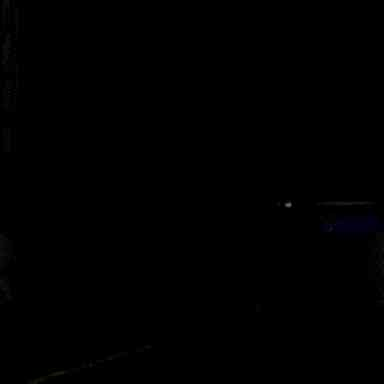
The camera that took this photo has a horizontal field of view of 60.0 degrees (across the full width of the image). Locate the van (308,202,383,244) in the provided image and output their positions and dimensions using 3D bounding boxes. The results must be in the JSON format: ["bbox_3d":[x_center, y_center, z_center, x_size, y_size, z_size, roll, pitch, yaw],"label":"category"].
[{"bbox_3d":[7.074,1.342,15.444,3.998,1.788,1.690,0,0,-36],"label":"van"}]
